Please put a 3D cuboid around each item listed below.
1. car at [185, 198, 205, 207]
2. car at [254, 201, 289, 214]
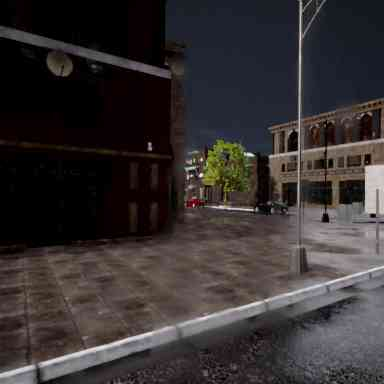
[{"bbox_3d":[0.403,1.621,51.447,1.887,1.381,4.507,1,-1,-27],"label":"car"},{"bbox_3d":[8.482,1.624,35.972,2.008,1.369,4.403,1,-1,-27],"label":"car"}]
